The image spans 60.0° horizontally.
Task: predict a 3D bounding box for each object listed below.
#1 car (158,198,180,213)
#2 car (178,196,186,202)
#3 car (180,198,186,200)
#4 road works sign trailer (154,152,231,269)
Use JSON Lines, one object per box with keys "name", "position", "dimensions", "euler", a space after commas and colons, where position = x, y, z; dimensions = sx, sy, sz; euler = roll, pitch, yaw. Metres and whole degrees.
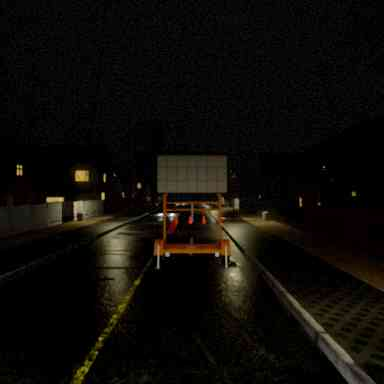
{"name": "car", "position": [-2.810, 1.654, 38.032], "dimensions": [2.033, 1.411, 5.357], "euler": [0, 0, 0]}
{"name": "car", "position": [-2.658, 1.904, 91.123], "dimensions": [1.994, 1.385, 4.181], "euler": [0, -1, 0]}
{"name": "car", "position": [-2.671, 1.821, 78.647], "dimensions": [1.895, 1.301, 4.718], "euler": [0, -1, 0]}
{"name": "road works sign trailer", "position": [0.012, 0.470, 11.114], "dimensions": [2.380, 3.560, 2.880], "euler": [0, 0, 0]}
